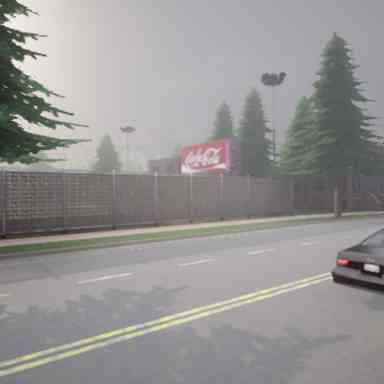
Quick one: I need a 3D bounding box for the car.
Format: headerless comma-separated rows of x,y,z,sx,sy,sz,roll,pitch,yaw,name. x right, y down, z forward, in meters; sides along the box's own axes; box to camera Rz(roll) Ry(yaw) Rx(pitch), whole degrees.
5.474,1.482,7.870,5.357,1.411,2.033,-1,0,-36,car
